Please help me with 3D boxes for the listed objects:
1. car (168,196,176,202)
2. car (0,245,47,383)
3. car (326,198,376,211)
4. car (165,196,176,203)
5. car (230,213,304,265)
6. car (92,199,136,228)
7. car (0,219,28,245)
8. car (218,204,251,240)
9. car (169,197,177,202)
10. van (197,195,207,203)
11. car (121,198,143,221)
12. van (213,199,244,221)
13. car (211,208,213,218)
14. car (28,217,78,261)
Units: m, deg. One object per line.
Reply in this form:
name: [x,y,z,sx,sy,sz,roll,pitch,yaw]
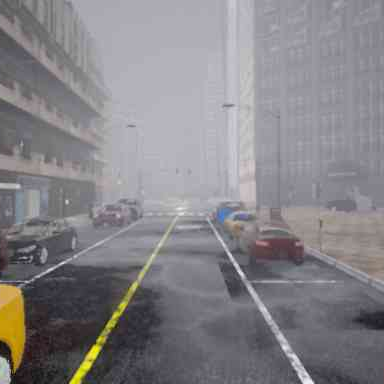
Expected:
car: [-5.353,1.811,88.173,1.967,1.590,4.097,0,0,0]
car: [-2.852,1.482,1.812,1.882,1.535,5.008,0,0,0]
car: [16.801,1.431,35.323,4.892,1.490,1.837,-1,-1,41]
car: [-5.348,1.830,76.898,1.752,1.417,4.829,0,0,0]
car: [2.564,1.612,11.471,1.802,1.307,4.206,0,0,0]
car: [-5.320,1.504,22.531,1.967,1.590,4.097,0,0,0]
car: [-5.311,1.330,5.924,2.192,1.841,5.009,0,0,0]
car: [2.562,1.572,17.177,1.752,1.417,4.829,0,0,0]
car: [-5.356,1.971,93.725,1.947,1.339,4.313,0,0,0]
van: [2.533,1.647,77.072,1.690,1.788,3.998,0,0,0]
car: [-5.322,1.398,28.068,2.192,1.841,5.009,0,0,0]
van: [2.560,1.405,22.541,1.690,1.788,3.998,0,0,0]
car: [2.556,1.609,28.247,1.752,1.417,4.829,0,0,0]
car: [-5.316,1.580,11.460,2.008,1.369,4.403,0,0,0]
